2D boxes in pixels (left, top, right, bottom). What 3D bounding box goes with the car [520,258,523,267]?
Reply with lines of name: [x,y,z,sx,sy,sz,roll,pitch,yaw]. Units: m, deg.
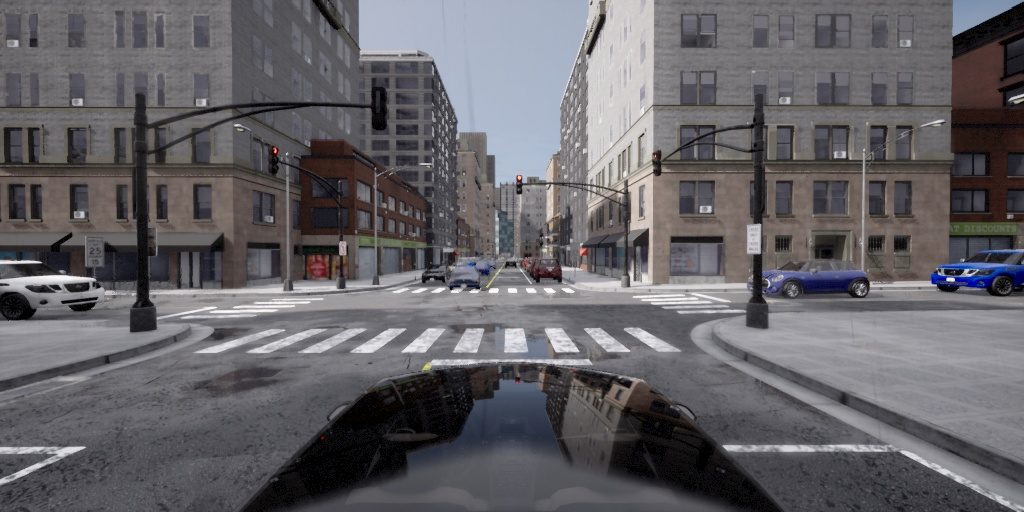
car: [2.638,1.065,50.486,2.192,1.841,5.009,0,0,0]

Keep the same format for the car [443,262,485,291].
car: [-2.922,1.299,22.532,2.033,1.411,5.357,0,0,-6]

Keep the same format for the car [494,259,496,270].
car: [-3.314,1.298,53.568,2.033,1.411,5.357,0,0,0]

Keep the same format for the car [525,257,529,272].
car: [2.714,1.068,33.729,2.192,1.841,5.009,0,0,0]

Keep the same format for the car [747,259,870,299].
car: [13.399,0.938,16.423,4.553,1.767,2.097,-1,1,-1]

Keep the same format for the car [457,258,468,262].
car: [-5.839,1.278,39.104,1.751,1.417,4.829,0,0,0]

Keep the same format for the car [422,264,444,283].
car: [-5.786,1.318,28.103,1.948,1.339,4.313,0,0,0]

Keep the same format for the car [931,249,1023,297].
car: [22.974,0.708,16.533,5.566,2.045,2.150,-1,1,0]

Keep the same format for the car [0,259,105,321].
car: [-18.453,1.145,12.964,5.566,2.045,2.150,-1,1,-2]

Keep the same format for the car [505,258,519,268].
car: [-0.181,1.224,61.312,1.882,1.535,5.008,0,0,0]

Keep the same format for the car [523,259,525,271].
car: [2.663,1.277,45.071,1.751,1.417,4.829,0,0,0]

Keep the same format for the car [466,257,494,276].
car: [-3.255,1.231,36.962,1.882,1.535,5.008,0,1,0]

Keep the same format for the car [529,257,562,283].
car: [2.740,1.067,28.143,2.192,1.841,5.009,0,0,0]
